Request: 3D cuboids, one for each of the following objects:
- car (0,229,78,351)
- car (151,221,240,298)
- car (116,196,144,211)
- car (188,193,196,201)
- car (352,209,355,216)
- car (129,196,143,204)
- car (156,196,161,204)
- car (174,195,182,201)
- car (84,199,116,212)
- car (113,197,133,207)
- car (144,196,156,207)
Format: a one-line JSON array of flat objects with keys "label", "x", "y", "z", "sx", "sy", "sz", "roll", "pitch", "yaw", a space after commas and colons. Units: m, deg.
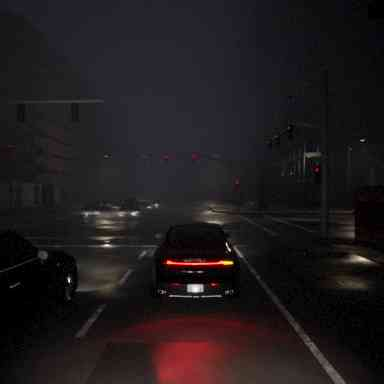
[{"label": "car", "x": -3.445, "y": 1.352, "z": 5.153, "sx": 2.097, "sy": 1.767, "sz": 4.553, "roll": 0, "pitch": 0, "yaw": 0}, {"label": "car", "x": 0.081, "y": 1.505, "z": 8.476, "sx": 1.837, "sy": 1.490, "sz": 4.892, "roll": 0, "pitch": 0, "yaw": 0}, {"label": "car", "x": -7.434, "y": 1.505, "z": 40.214, "sx": 1.837, "sy": 1.490, "sz": 4.892, "roll": 0, "pitch": 0, "yaw": 0}, {"label": "car", "x": -0.014, "y": 1.225, "z": 84.494, "sx": 2.150, "sy": 2.045, "sz": 5.566, "roll": 0, "pitch": 0, "yaw": 1}, {"label": "car", "x": 15.972, "y": 1.656, "z": 27.702, "sx": 4.718, "sy": 1.301, "sz": 1.895, "roll": 0, "pitch": 0, "yaw": 0}, {"label": "car", "x": -10.783, "y": 1.526, "z": 63.963, "sx": 1.812, "sy": 1.442, "sz": 4.674, "roll": 0, "pitch": 0, "yaw": 1}, {"label": "car", "x": -7.256, "y": 1.490, "z": 65.666, "sx": 2.128, "sy": 1.511, "sz": 4.902, "roll": 0, "pitch": 0, "yaw": 1}, {"label": "car", "x": -3.517, "y": 1.553, "z": 84.269, "sx": 1.994, "sy": 1.385, "sz": 4.181, "roll": 0, "pitch": 0, "yaw": 1}, {"label": "car", "x": -11.189, "y": 1.548, "z": 40.012, "sx": 2.033, "sy": 1.411, "sz": 5.357, "roll": 0, "pitch": 0, "yaw": 4}, {"label": "car", "x": -10.944, "y": 1.548, "z": 53.120, "sx": 2.033, "sy": 1.411, "sz": 5.357, "roll": 0, "pitch": 0, "yaw": 1}, {"label": "car", "x": -7.442, "y": 1.478, "z": 52.967, "sx": 1.882, "sy": 1.535, "sz": 5.008, "roll": 0, "pitch": 0, "yaw": 1}]
